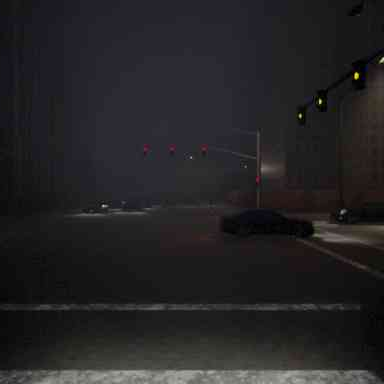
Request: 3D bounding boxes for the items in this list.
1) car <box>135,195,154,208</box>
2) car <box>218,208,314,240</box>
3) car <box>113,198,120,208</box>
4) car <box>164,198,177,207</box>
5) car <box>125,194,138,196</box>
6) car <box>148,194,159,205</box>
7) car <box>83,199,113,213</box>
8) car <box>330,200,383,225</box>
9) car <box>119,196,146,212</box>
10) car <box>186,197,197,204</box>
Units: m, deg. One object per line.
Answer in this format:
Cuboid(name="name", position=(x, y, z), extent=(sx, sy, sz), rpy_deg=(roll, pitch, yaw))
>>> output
Cuboid(name="car", position=(-7.186, 1.592, 49.598), extent=(1.812, 1.442, 4.674), rpy_deg=(0, 0, 0))
Cuboid(name="car", position=(3.646, 1.548, 16.588), extent=(4.674, 1.442, 1.812), rpy_deg=(0, 0, -1))
Cuboid(name="car", position=(-10.688, 1.612, 47.585), extent=(2.033, 1.411, 5.357), rpy_deg=(0, 0, 0))
Cuboid(name="car", position=(-3.498, 1.618, 52.921), extent=(2.033, 1.411, 5.357), rpy_deg=(0, 0, 0))
Cuboid(name="car", position=(-10.669, 1.300, 58.276), extent=(2.150, 2.045, 5.566), rpy_deg=(0, 0, 0))
Cuboid(name="car", position=(-7.159, 1.302, 60.125), extent=(2.150, 2.045, 5.566), rpy_deg=(0, 0, 1))
Cuboid(name="car", position=(-10.708, 1.598, 37.511), extent=(2.033, 1.411, 5.357), rpy_deg=(0, 0, -3))
Cuboid(name="car", position=(12.367, 1.384, 23.844), extent=(4.553, 1.767, 2.097), rpy_deg=(0, 0, 0))
Cuboid(name="car", position=(-7.157, 1.580, 40.504), extent=(1.812, 1.442, 4.674), rpy_deg=(0, 0, -1))
Cuboid(name="car", position=(-0.125, 1.651, 64.904), extent=(1.994, 1.385, 4.181), rpy_deg=(0, 0, 0))
